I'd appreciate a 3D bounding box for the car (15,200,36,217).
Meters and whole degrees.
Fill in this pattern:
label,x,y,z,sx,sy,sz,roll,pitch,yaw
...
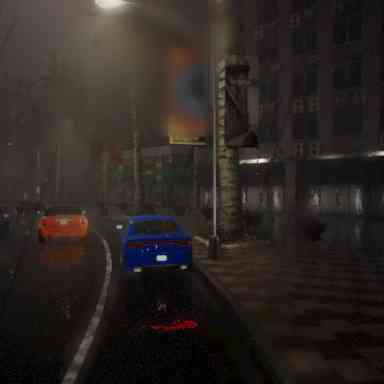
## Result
label,x,y,z,sx,sy,sz,roll,pitch,yaw
car,-14.910,1.501,30.760,1.837,1.490,4.892,0,0,-40

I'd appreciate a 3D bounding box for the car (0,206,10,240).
label,x,y,z,sx,sy,sz,roll,pitch,yaw
car,-9.620,1.475,15.196,1.882,1.535,5.008,0,0,-22

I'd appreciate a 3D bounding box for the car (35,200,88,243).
label,x,y,z,sx,sy,sz,roll,pitch,yaw
car,-6.354,1.360,16.454,2.097,1.767,4.553,0,0,-22

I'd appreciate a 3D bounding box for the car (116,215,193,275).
label,x,y,z,sx,sy,sz,roll,pitch,yaw
car,-1.332,1.475,10.583,1.882,1.535,5.008,0,0,-14
